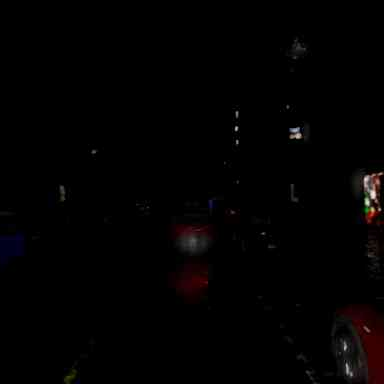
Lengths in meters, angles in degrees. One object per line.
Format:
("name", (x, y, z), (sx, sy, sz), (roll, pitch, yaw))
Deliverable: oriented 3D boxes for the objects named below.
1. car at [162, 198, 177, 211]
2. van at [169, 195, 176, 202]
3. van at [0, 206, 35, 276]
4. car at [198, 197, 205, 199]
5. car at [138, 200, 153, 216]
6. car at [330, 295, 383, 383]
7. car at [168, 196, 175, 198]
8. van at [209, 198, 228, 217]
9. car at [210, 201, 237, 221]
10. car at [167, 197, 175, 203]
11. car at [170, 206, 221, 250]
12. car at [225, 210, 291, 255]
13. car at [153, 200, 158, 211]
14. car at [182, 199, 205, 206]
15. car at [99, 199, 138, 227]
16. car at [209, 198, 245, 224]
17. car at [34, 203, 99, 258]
("car", (-3.066, 1.876, 46.479), (1.895, 1.301, 4.718), (0, 0, 0))
("van", (-5.677, 1.900, 95.210), (1.690, 1.788, 3.998), (1, 0, 0))
("van", (-5.673, 1.391, 8.036), (1.690, 1.788, 3.998), (1, 0, 0))
("car", (2.701, 1.999, 95.270), (1.967, 1.590, 4.097), (1, 0, 0))
("car", (-5.676, 1.649, 35.071), (1.967, 1.590, 4.097), (1, 0, 0))
("car", (2.706, 1.457, 2.622), (1.967, 1.590, 4.097), (1, 0, 0))
("car", (-5.757, 2.037, 83.840), (1.887, 1.381, 4.507), (1, 0, 0))
("van", (2.706, 1.550, 35.065), (1.690, 1.788, 3.998), (1, 0, 0))
("car", (2.704, 1.617, 29.657), (1.967, 1.590, 4.097), (1, 0, 0))
("car", (-5.681, 2.070, 89.521), (1.887, 1.381, 4.507), (1, 0, 0))
("car", (0.071, 1.595, 14.790), (1.837, 1.490, 4.892), (0, 0, 0))
("car", (2.703, 1.632, 13.435), (2.008, 1.369, 4.403), (1, 0, 0))
("car", (-5.679, 1.823, 45.885), (2.008, 1.369, 4.403), (1, 0, 0))
("car", (0.076, 1.663, 31.242), (1.882, 1.535, 5.008), (0, 0, 0))
("car", (-5.673, 1.460, 24.258), (2.192, 1.841, 5.009), (1, 0, 0))
("car", (2.707, 1.460, 24.251), (2.192, 1.841, 5.009), (1, 0, 0))
("car", (-5.672, 1.397, 13.443), (2.192, 1.841, 5.009), (1, 0, 0))
